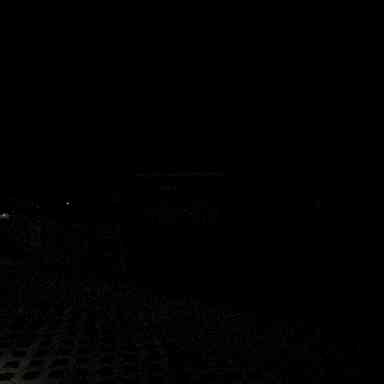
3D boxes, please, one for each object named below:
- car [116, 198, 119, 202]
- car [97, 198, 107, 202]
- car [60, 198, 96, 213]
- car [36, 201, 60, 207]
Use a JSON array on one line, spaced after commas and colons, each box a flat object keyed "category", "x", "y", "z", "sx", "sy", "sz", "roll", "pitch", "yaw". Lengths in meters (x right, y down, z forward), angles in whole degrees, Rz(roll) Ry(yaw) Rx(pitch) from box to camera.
[{"category": "car", "x": -12.354, "y": 1.697, "z": 59.245, "sx": 2.033, "sy": 1.411, "sz": 5.357, "roll": 0, "pitch": 0, "yaw": -2}, {"category": "car", "x": -15.041, "y": 1.655, "z": 53.266, "sx": 2.033, "sy": 1.411, "sz": 5.357, "roll": 0, "pitch": 0, "yaw": 0}, {"category": "car", "x": -12.430, "y": 1.615, "z": 36.720, "sx": 1.994, "sy": 1.385, "sz": 4.181, "roll": 0, "pitch": 0, "yaw": 3}, {"category": "car", "x": -15.357, "y": 1.637, "z": 36.969, "sx": 1.895, "sy": 1.301, "sz": 4.718, "roll": 0, "pitch": 0, "yaw": 3}]
